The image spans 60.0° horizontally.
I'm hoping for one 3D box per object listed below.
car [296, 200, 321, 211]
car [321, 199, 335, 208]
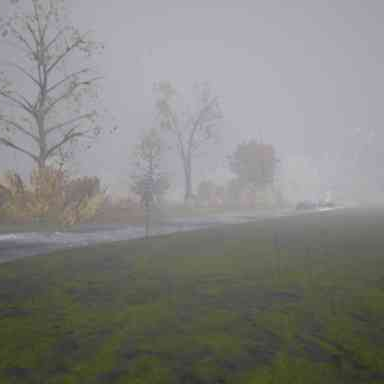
[{"bbox_3d":[16.065,1.847,46.394,1.837,1.490,4.892,1,0,36],"label":"car"},{"bbox_3d":[22.313,1.903,55.124,2.128,1.511,4.902,1,0,36],"label":"car"}]
